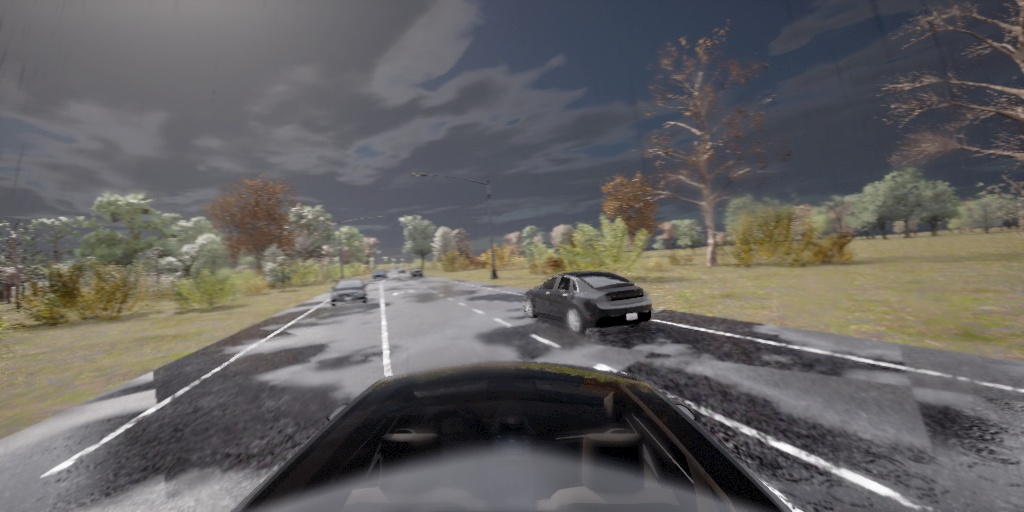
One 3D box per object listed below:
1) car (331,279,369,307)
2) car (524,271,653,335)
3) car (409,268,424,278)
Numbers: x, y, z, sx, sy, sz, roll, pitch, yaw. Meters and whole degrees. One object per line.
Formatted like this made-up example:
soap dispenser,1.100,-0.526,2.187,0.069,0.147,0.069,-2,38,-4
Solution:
car,-9.618,2.100,21.438,1.812,1.442,4.674,-4,0,-20
car,1.875,1.200,10.375,1.837,1.490,4.892,-4,0,-20
car,-15.183,2.725,56.905,1.837,1.490,4.892,-4,0,-20
